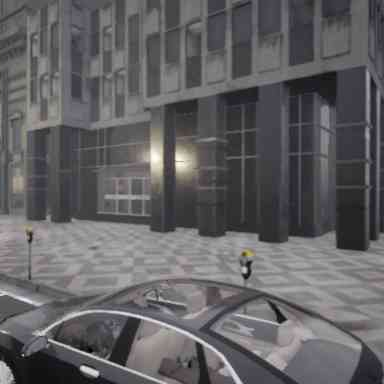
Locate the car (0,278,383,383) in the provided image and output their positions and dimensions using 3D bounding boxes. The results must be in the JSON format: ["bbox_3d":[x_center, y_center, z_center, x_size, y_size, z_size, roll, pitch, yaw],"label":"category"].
[{"bbox_3d":[-0.306,1.552,3.176,4.403,1.369,2.008,0,0,35],"label":"car"}]
